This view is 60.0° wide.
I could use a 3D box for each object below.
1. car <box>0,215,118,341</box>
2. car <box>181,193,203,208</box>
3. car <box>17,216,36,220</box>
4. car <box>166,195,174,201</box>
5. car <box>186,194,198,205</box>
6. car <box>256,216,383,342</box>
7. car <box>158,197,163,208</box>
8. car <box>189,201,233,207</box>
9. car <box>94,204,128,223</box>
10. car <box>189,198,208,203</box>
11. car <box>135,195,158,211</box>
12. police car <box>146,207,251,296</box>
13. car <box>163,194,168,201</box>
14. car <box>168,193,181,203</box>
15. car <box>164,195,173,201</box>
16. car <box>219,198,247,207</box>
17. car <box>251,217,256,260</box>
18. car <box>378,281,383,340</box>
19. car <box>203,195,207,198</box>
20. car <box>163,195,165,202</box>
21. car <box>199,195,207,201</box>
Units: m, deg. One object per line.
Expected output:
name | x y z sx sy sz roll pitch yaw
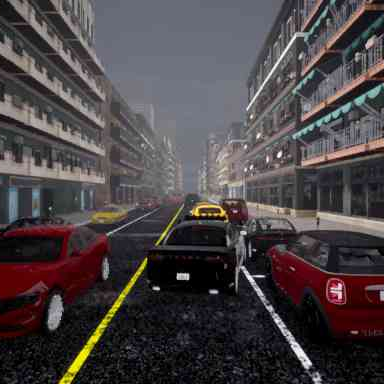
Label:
car | -3.093 1.477 6.900 1.882 1.535 5.008 0 0 0
car | 0.052 1.212 45.263 2.150 2.045 5.566 0 0 0
car | -5.676 1.565 12.118 1.947 1.339 4.313 0 0 0
car | -5.596 1.517 85.392 1.887 1.381 4.507 0 0 0
car | 0.064 1.337 59.954 2.097 1.767 4.553 0 0 0
car | 2.699 1.440 6.470 1.967 1.590 4.097 0 0 0
car | -5.638 1.305 45.938 2.192 1.841 5.009 0 0 0
car | 0.920 1.476 18.605 1.882 1.535 5.008 0 0 0
car | -5.664 1.523 23.221 1.752 1.417 4.829 0 0 0
car | 0.856 1.453 24.787 1.801 1.575 5.366 0 0 -1
car | -5.645 1.432 40.301 1.967 1.590 4.097 0 0 0
police car | 0.398 1.421 8.943 1.930 1.638 5.238 -1 0 13
car | -5.607 1.293 74.119 2.192 1.841 5.009 0 0 0
car | -2.929 1.204 66.005 2.150 2.045 5.566 0 0 0
car | -5.602 1.415 79.755 1.967 1.590 4.097 0 0 0
car | 2.718 1.312 23.379 2.192 1.841 5.009 0 0 0
car | 2.705 1.550 12.105 2.008 1.369 4.403 0 0 0
car | 2.692 1.545 0.833 1.887 1.381 4.507 0 0 0
car | 2.772 1.503 74.276 1.752 1.417 4.829 0 0 0
car | -5.634 1.570 51.574 1.802 1.307 4.206 0 0 0
car | 2.784 1.517 85.379 1.887 1.381 4.507 0 0 0
